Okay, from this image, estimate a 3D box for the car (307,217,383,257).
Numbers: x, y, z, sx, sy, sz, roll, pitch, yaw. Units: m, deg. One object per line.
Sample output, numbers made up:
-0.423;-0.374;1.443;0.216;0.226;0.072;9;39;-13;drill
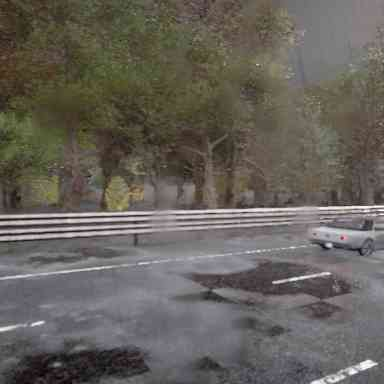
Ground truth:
6.821;1.626;12.982;4.718;1.301;1.895;0;0;-30;car
